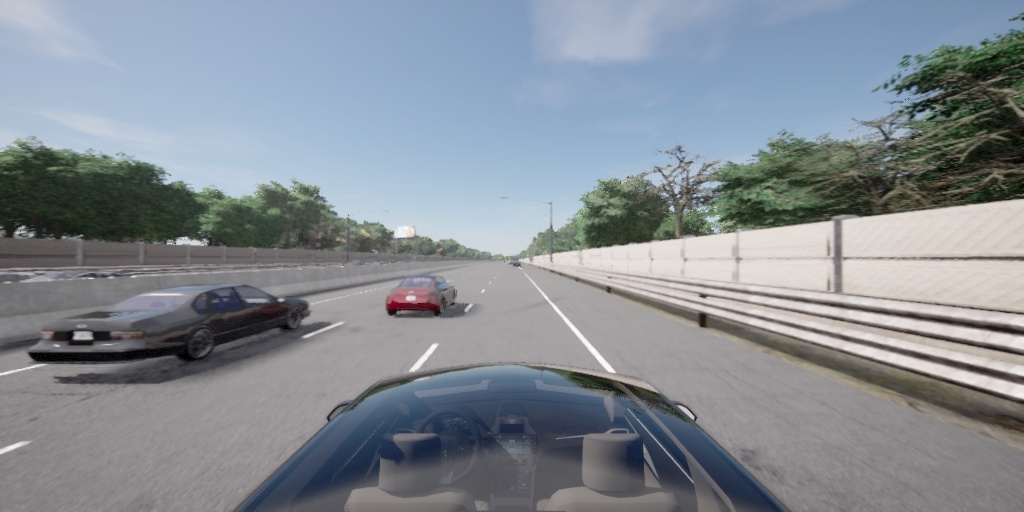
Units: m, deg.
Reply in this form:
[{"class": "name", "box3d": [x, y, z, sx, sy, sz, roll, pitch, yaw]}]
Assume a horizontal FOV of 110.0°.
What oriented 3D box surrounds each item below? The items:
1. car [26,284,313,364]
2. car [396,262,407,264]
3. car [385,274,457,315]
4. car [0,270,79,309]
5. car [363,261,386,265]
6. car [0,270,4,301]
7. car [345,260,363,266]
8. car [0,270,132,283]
[{"class": "car", "box3d": [-6.902, 1.343, 8.280, 2.033, 1.411, 5.357, 0, 0, 0]}, {"class": "car", "box3d": [-17.534, 1.635, 56.561, 1.837, 1.490, 4.892, 0, 0, 0]}, {"class": "car", "box3d": [-3.403, 1.400, 14.074, 1.994, 1.385, 4.181, 0, 0, 0]}, {"class": "car", "box3d": [-21.099, 1.363, 14.383, 1.812, 1.442, 4.674, 0, 0, 0]}, {"class": "car", "box3d": [-21.022, 1.678, 56.500, 2.033, 1.411, 5.357, 0, 0, 0]}, {"class": "car", "box3d": [-24.599, 1.363, 14.374, 1.812, 1.442, 4.674, 0, 0, 0]}, {"class": "car", "box3d": [-24.527, 1.484, 56.520, 2.097, 1.767, 4.553, 0, 0, 0]}, {"class": "car", "box3d": [-17.600, 1.329, 14.358, 2.128, 1.511, 4.902, 0, 0, 0]}]
